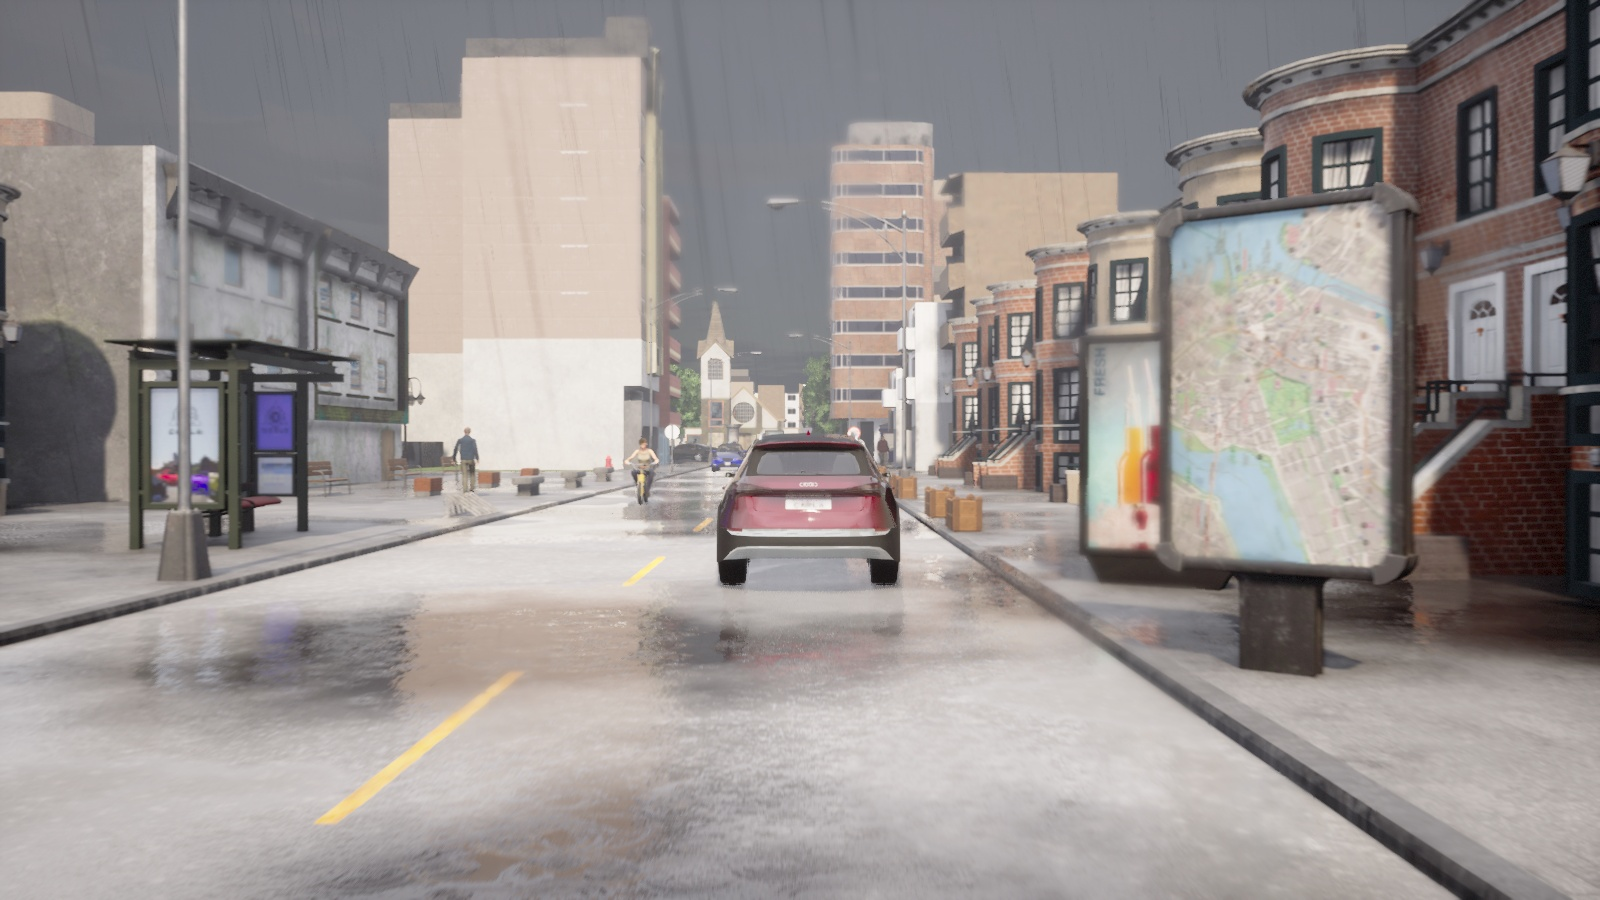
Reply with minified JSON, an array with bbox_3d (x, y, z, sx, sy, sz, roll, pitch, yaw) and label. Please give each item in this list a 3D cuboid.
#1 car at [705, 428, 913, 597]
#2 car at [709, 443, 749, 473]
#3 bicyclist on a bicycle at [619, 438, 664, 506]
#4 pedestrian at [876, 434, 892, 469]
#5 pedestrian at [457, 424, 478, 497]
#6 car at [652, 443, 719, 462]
[{"bbox_3d":[0.097,0.594,14.701,2.033,1.649,4.856,0,0,0],"label":"car"},{"bbox_3d":[-3.664,0.389,65.503,1.816,1.474,4.193,0,0,0],"label":"car"},{"bbox_3d":[-3.813,0.510,30.289,0.866,1.612,1.509,0,0,1],"label":"bicyclist on a bicycle"},{"bbox_3d":[4.517,0.074,67.536,0.634,1.844,0.899,0,0,-11],"label":"pedestrian"},{"bbox_3d":[-8.544,0.268,32.264,0.402,1.842,0.726,0,0,-6],"label":"pedestrian"},{"bbox_3d":[-8.950,0.193,98.322,4.892,1.490,1.837,0,0,19],"label":"car"}]
